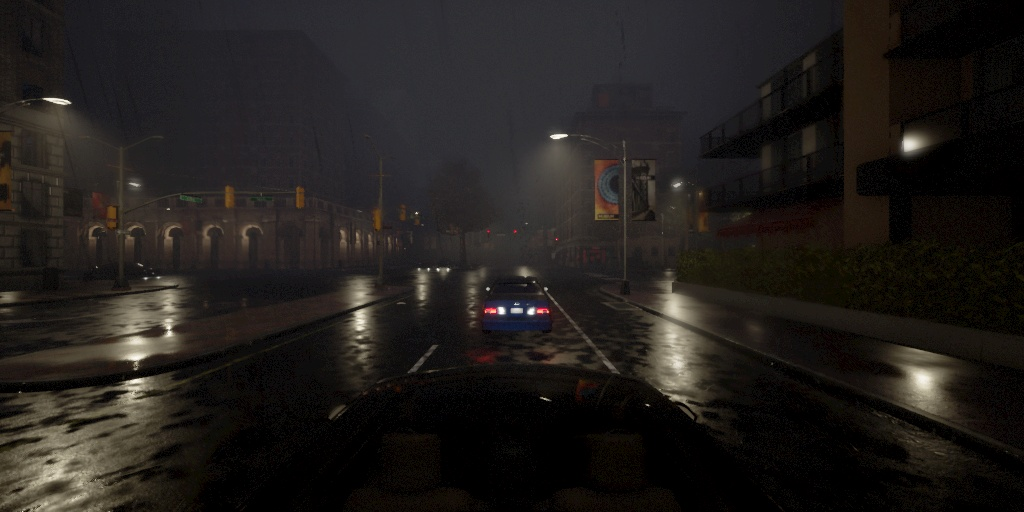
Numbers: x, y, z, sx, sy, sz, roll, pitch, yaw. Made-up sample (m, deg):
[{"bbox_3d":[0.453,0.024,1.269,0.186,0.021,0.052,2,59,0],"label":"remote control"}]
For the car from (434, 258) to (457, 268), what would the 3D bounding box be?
[{"bbox_3d":[-11.060,1.102,59.654,2.097,1.767,4.553,0,0,1],"label":"car"}]

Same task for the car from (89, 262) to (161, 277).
[{"bbox_3d":[-37.191,1.297,34.525,5.357,1.411,2.033,0,0,0],"label":"car"}]

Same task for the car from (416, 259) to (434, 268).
[{"bbox_3d":[-14.527,1.228,61.723,1.882,1.535,5.008,0,0,1],"label":"car"}]

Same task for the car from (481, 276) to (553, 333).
[{"bbox_3d":[0.145,1.297,10.705,2.033,1.411,5.357,0,0,1],"label":"car"}]
